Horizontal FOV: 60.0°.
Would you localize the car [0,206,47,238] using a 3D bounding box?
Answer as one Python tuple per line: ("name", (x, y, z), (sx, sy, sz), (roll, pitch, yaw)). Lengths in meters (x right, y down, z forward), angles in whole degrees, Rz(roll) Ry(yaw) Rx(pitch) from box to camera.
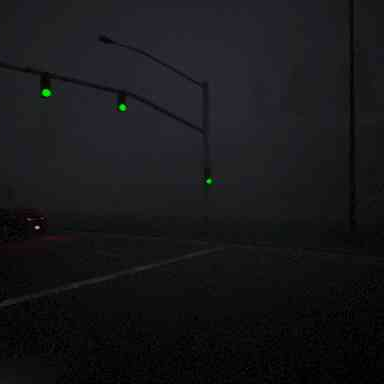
("car", (-10.025, 1.555, 18.106), (4.892, 1.490, 1.837), (0, 0, 28))
